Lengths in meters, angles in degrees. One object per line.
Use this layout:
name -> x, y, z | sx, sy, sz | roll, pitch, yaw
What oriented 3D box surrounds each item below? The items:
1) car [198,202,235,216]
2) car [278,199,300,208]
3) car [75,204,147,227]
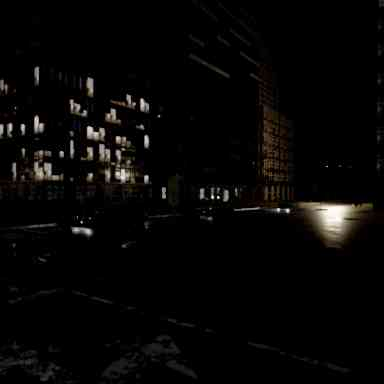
car -> 2.555, 1.717, 34.851 | 1.895, 1.301, 4.718 | 1, 0, 37
car -> 14.901, 1.811, 51.254 | 1.895, 1.301, 4.718 | 1, 0, 37
car -> -5.624, 1.601, 23.881 | 2.033, 1.411, 5.357 | 1, 0, 37
